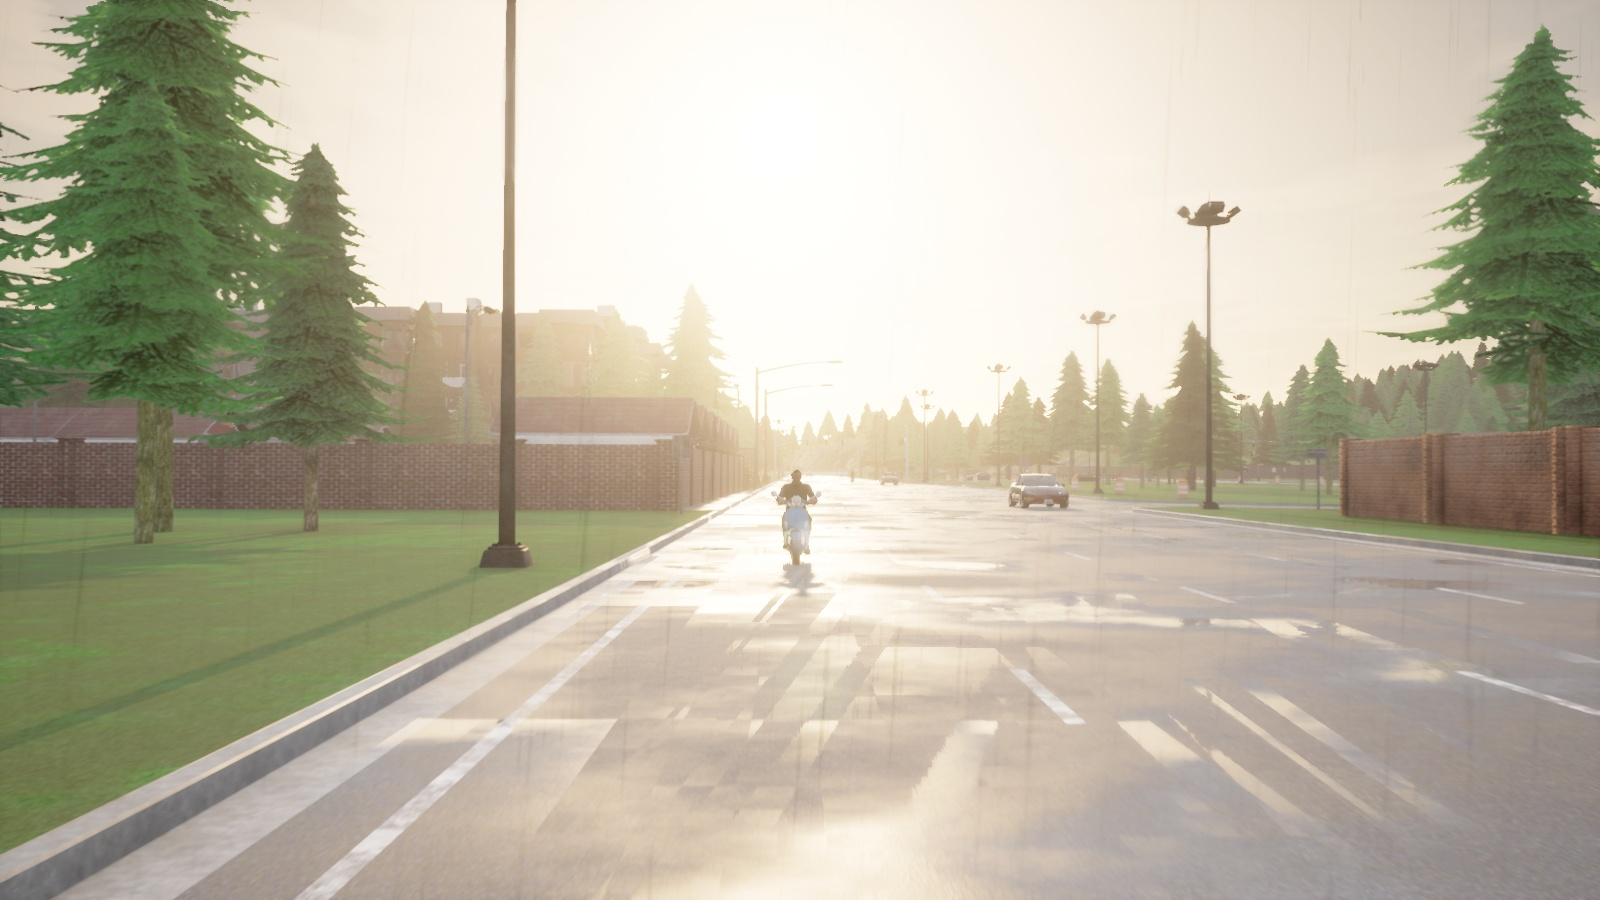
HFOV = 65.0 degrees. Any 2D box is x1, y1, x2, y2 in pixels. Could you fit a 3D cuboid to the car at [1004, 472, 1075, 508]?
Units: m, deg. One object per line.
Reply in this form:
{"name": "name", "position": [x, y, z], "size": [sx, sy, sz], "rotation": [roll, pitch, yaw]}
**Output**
{"name": "car", "position": [10.365, 1.690, 54.733], "size": [2.163, 1.488, 4.792], "rotation": [0, -1, 0]}

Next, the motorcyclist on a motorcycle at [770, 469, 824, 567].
{"name": "motorcyclist on a motorcycle", "position": [-0.053, 1.122, 21.200], "size": [0.866, 1.590, 1.817], "rotation": [0, -2, 0]}
